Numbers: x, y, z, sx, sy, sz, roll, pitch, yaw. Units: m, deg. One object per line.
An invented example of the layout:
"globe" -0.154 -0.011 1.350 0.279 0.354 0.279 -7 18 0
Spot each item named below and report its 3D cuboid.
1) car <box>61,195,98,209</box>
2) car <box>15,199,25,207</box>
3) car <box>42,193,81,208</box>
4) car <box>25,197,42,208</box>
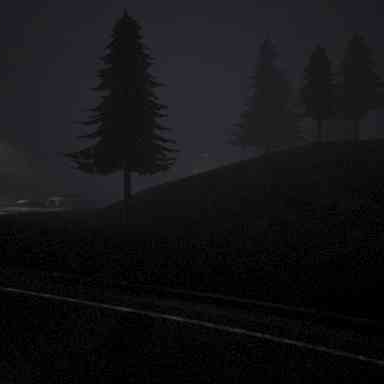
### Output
"car" -14.912 1.491 45.282 2.128 1.511 4.902 0 0 22
"car" -24.266 1.525 50.144 1.812 1.442 4.674 0 0 22
"car" -17.927 1.221 47.171 2.150 2.045 5.566 0 0 22
"car" -21.265 1.601 48.250 1.895 1.301 4.718 0 0 22
